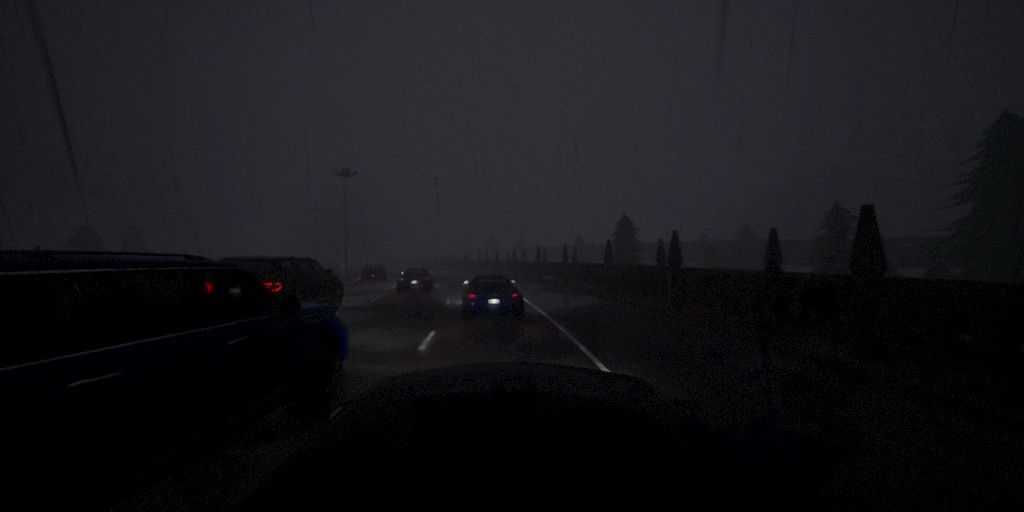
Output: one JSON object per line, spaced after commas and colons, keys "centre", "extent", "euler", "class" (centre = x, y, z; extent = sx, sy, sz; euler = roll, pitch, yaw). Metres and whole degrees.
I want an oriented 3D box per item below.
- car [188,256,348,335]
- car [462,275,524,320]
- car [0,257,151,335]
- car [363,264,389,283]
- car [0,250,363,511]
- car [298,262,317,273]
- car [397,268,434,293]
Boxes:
{"centre": [-7.674, 1.036, 12.202], "extent": [2.150, 2.045, 5.566], "euler": [0, 0, -7], "class": "car"}
{"centre": [-0.770, 1.349, 12.856], "extent": [1.994, 1.385, 4.181], "euler": [0, 0, -7], "class": "car"}
{"centre": [-14.763, 1.065, 11.038], "extent": [2.150, 2.045, 5.566], "euler": [0, 0, -7], "class": "car"}
{"centre": [-11.579, 1.375, 30.394], "extent": [1.882, 1.535, 5.008], "euler": [0, 0, -17], "class": "car"}
{"centre": [-3.546, 0.989, 3.170], "extent": [2.150, 2.045, 5.566], "euler": [0, 0, -1], "class": "car"}
{"centre": [-28.839, 1.587, 50.553], "extent": [2.128, 1.511, 4.902], "euler": [0, 0, -32], "class": "car"}
{"centre": [-5.699, 1.399, 21.502], "extent": [1.994, 1.385, 4.181], "euler": [0, 0, -11], "class": "car"}
